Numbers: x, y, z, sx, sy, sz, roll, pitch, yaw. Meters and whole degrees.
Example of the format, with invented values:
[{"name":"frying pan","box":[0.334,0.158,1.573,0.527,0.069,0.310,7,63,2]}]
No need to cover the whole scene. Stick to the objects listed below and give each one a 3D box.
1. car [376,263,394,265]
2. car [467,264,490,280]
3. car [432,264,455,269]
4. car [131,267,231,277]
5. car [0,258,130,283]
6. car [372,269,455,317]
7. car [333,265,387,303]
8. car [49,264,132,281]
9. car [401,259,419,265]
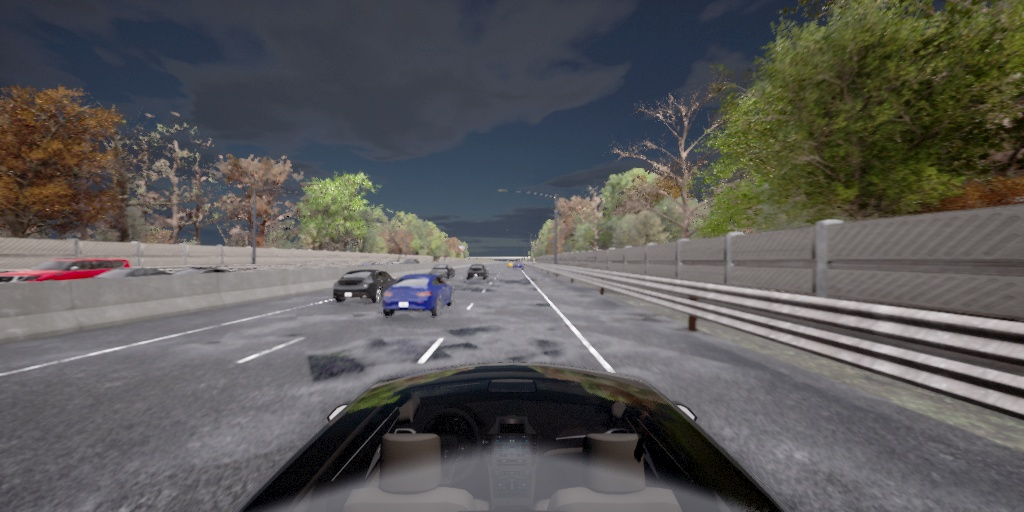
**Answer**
[{"name":"car","box":[-21.033,1.876,61.354,1.994,1.385,4.181,0,-1,1]},{"name":"car","box":[-3.406,1.574,36.286,1.837,1.490,4.892,0,-1,0]},{"name":"car","box":[-6.906,1.560,36.154,2.128,1.511,4.902,0,-1,0]},{"name":"car","box":[-17.603,1.419,19.994,1.837,1.490,4.892,0,-1,0]},{"name":"car","box":[-24.602,1.137,20.080,2.150,2.045,5.566,0,-1,0]},{"name":"car","box":[-3.406,1.380,13.577,1.812,1.442,4.674,0,0,0]},{"name":"car","box":[-6.903,1.397,17.548,1.837,1.490,4.892,0,0,0]},{"name":"car","box":[-21.102,1.389,19.686,1.882,1.535,5.008,0,-1,0]},{"name":"car","box":[-17.527,1.540,61.732,2.150,2.045,5.566,0,-1,1]}]
